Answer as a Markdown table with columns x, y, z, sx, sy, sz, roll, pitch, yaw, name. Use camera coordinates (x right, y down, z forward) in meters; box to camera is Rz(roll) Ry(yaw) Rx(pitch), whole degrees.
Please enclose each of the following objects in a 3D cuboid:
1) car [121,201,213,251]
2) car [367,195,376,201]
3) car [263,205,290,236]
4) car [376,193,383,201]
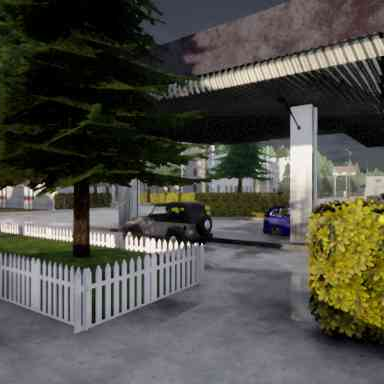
| x | y | z | sx | sy | sz | roll | pitch | yaw | name |
| --- | --- | --- | --- | --- | --- | --- | --- | --- | --- |
| -1.014 | 1.312 | 13.860 | 3.866 | 1.878 | 1.905 | 0 | 0 | 35 | car |
| 33.007 | 1.297 | 60.283 | 2.007 | 1.523 | 4.514 | 0 | 0 | 35 | car |
| 5.787 | 1.479 | 16.009 | 4.611 | 1.667 | 2.242 | 0 | 0 | 35 | car |
| 25.743 | 1.076 | 43.543 | 1.905 | 1.878 | 3.866 | 0 | 0 | 35 | car |
